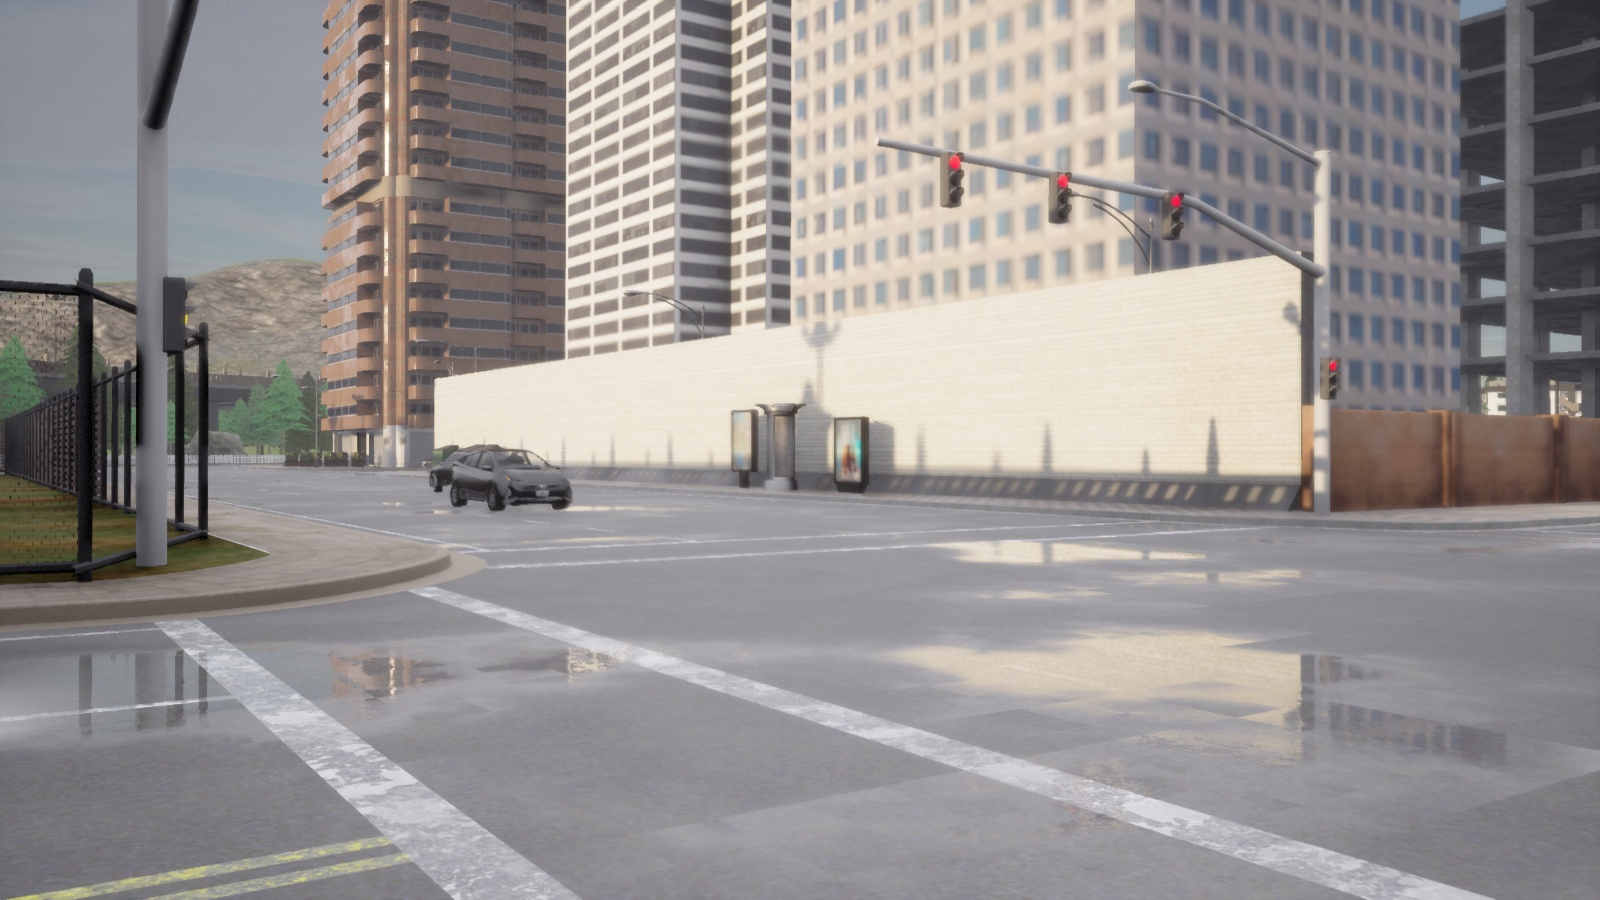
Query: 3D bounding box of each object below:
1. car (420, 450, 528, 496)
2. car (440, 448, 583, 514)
[{"bbox_3d":[-11.505,0.778,44.030,2.128,1.511,4.902,0,0,-34],"label":"car"},{"bbox_3d":[-7.368,0.730,31.776,2.007,1.525,4.514,0,0,-34],"label":"car"}]
